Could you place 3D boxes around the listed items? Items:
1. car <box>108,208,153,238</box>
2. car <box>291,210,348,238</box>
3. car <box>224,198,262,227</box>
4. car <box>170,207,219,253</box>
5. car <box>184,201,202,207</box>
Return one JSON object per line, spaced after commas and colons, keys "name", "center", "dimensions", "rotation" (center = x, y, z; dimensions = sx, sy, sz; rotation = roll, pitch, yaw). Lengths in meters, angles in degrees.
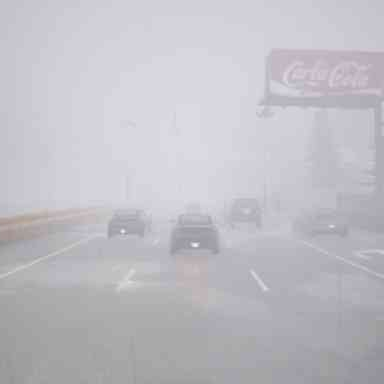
{"name": "car", "center": [-3.388, 1.665, 18.720], "dimensions": [1.837, 1.490, 4.892], "rotation": [0, 0, 0]}
{"name": "car", "center": [7.113, 1.731, 18.945], "dimensions": [1.994, 1.385, 4.181], "rotation": [0, -1, 0]}
{"name": "car", "center": [3.614, 1.436, 24.489], "dimensions": [2.150, 2.045, 5.566], "rotation": [0, 0, 0]}
{"name": "car", "center": [0.111, 1.629, 14.239], "dimensions": [1.837, 1.490, 4.892], "rotation": [0, 0, 0]}
{"name": "car", "center": [0.109, 1.839, 38.725], "dimensions": [1.837, 1.490, 4.892], "rotation": [0, 0, 0]}
